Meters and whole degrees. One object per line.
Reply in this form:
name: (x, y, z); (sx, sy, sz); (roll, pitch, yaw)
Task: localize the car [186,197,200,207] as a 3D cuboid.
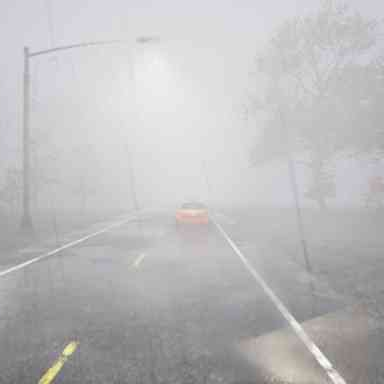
car: (0.095, 1.564, 53.676); (2.128, 1.511, 4.902); (0, 0, 0)

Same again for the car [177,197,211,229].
car: (0.098, 1.381, 22.118); (2.097, 1.767, 4.553); (0, 0, 0)
